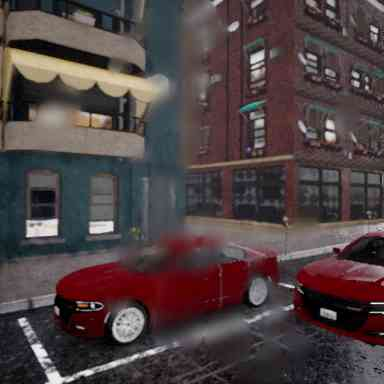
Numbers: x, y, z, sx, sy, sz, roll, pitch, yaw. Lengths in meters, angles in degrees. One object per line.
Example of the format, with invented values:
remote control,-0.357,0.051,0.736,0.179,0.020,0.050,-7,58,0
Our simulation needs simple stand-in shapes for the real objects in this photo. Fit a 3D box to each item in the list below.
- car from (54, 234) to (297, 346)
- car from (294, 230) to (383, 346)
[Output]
car,-0.233,1.562,6.398,4.507,1.381,1.887,0,1,-36
car,3.979,1.478,6.264,5.008,1.535,1.882,0,0,-36
